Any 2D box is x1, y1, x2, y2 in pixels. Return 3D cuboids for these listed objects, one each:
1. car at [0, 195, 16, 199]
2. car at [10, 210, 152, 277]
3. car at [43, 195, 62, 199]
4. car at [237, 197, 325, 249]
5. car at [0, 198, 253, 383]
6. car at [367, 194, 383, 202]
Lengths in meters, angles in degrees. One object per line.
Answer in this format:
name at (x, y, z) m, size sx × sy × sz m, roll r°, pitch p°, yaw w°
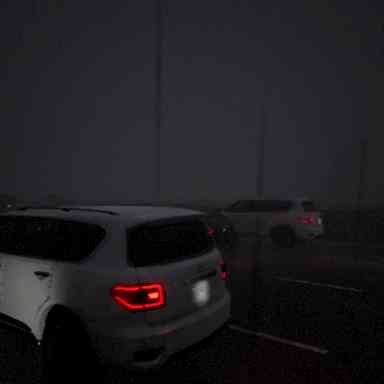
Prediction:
car at (-17.470, 1.273, 29.351) m, size 5.566 × 2.045 × 2.150 m, roll 0°, pitch 0°, yaw 35°
car at (-3.818, 1.493, 11.015) m, size 5.008 × 1.535 × 1.882 m, roll 0°, pitch 0°, yaw 36°
car at (-17.362, 1.275, 40.107) m, size 1.905 × 1.878 × 3.866 m, roll 0°, pitch 0°, yaw 35°
car at (2.919, 1.232, 14.807) m, size 5.566 × 2.045 × 2.150 m, roll 0°, pitch 0°, yaw 36°
car at (-2.064, 1.229, 5.463) m, size 5.566 × 2.045 × 2.150 m, roll 0°, pitch 0°, yaw 35°
car at (33.757, 1.224, 59.180) m, size 4.605 × 1.855 × 1.932 m, roll 0°, pitch 0°, yaw 35°
